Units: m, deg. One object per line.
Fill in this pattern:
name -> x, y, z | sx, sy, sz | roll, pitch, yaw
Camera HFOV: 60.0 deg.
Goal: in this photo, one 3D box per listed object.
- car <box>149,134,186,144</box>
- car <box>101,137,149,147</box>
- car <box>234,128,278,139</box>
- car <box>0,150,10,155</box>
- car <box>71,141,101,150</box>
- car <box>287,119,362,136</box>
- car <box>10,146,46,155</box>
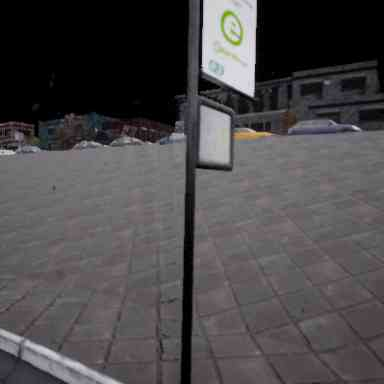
car -> -0.879, -4.037, 27.331 | 4.674, 1.452, 2.002 | 2, 1, 33
car -> -5.525, -4.225, 30.358 | 4.892, 1.521, 2.231 | 2, 1, 34
car -> 3.833, -3.923, 24.404 | 5.008, 1.535, 2.097 | 2, 1, 32
car -> -23.676, -4.665, 42.702 | 4.674, 1.452, 2.002 | 1, 1, 34
car -> -10.092, -4.355, 33.456 | 4.892, 1.521, 2.231 | 1, 1, 34
car -> 8.588, -3.896, 21.589 | 4.553, 1.767, 2.185 | 2, 1, 31
car -> -19.133, -4.715, 39.610 | 4.553, 1.767, 2.185 | 1, 1, 34
